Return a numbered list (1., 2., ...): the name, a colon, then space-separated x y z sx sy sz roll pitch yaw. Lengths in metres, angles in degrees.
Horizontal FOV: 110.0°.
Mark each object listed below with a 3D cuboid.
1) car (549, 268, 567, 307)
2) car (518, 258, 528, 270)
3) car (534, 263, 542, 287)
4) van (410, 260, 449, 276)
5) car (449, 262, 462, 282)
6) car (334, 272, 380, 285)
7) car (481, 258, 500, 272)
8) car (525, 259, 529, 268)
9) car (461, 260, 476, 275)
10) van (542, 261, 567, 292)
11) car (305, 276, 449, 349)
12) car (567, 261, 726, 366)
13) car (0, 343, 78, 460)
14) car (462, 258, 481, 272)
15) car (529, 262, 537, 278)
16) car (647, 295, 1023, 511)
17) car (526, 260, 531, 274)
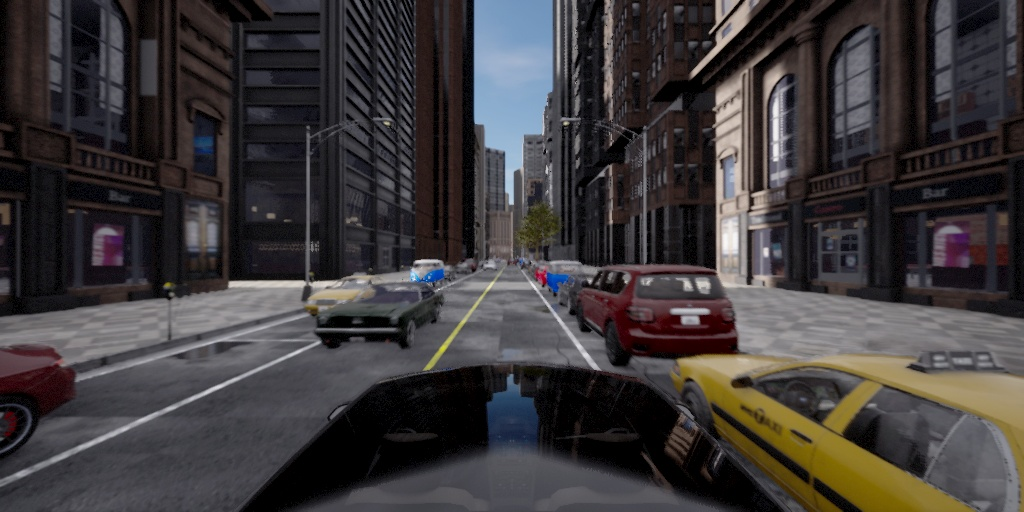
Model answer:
1. car: 2.762 1.339 13.560 2.007 1.370 4.403 0 0 0
2. car: 2.346 1.464 56.945 1.812 1.442 4.674 0 0 0
3. car: 2.760 1.370 24.797 1.888 1.381 4.507 0 0 0
4. van: -5.765 1.166 24.785 1.690 1.789 3.998 0 0 0
5. car: -5.765 1.394 30.404 2.007 1.370 4.403 0 0 0
6. car: -5.763 1.314 13.377 1.751 1.417 4.829 0 0 0
7. car: -3.080 1.441 50.763 1.812 1.442 4.674 0 0 0
8. car: 2.759 1.408 41.822 1.751 1.417 4.829 0 0 0
9. car: -5.767 1.433 41.641 2.007 1.370 4.403 0 0 0
10. van: 2.761 1.148 19.179 1.690 1.789 3.998 0 0 0
11. car: -3.101 1.376 9.398 1.895 1.301 4.718 0 0 0
12. car: 2.762 1.085 7.942 2.192 1.841 5.009 0 0 0
13. car: -5.762 1.334 2.309 1.802 1.307 4.207 0 0 0
14. car: -5.767 1.217 47.259 2.192 1.841 5.009 0 0 0
15. car: 2.760 1.389 30.415 1.888 1.381 4.507 0 0 0
16. car: 2.763 1.278 2.493 1.751 1.417 4.829 0 0 0
17. car: 2.760 1.413 36.028 2.007 1.370 4.403 0 0 0
